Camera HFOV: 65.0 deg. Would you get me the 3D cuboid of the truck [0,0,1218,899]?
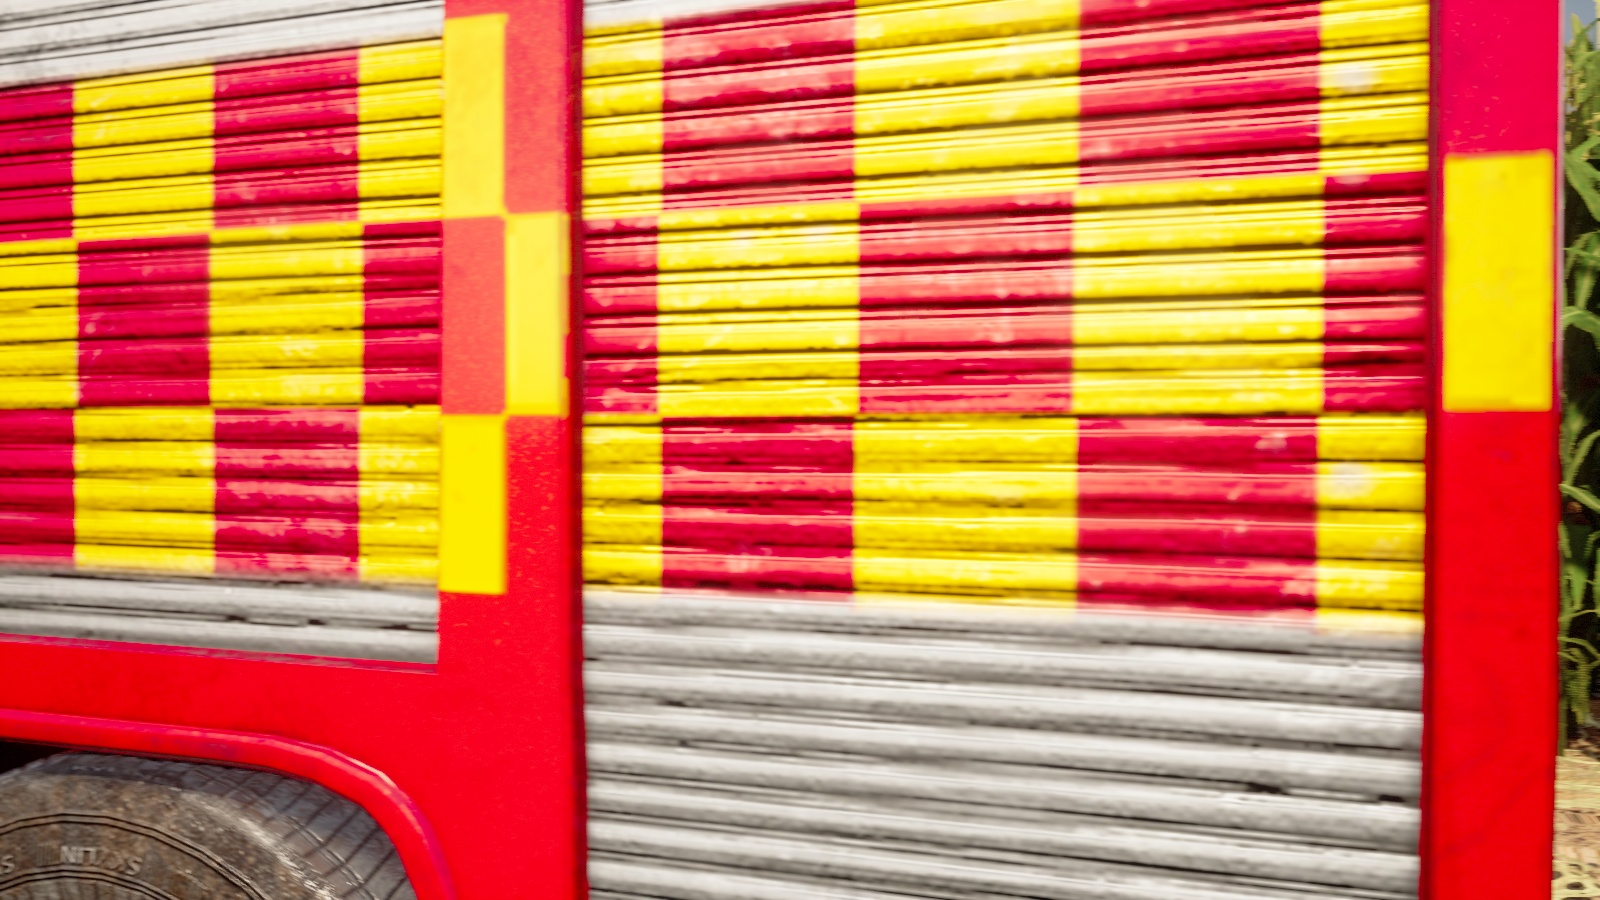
[{"bbox_3d":[-3.205,-0.422,3.832,8.468,3.827,2.891,1,1,19],"label":"truck"}]
